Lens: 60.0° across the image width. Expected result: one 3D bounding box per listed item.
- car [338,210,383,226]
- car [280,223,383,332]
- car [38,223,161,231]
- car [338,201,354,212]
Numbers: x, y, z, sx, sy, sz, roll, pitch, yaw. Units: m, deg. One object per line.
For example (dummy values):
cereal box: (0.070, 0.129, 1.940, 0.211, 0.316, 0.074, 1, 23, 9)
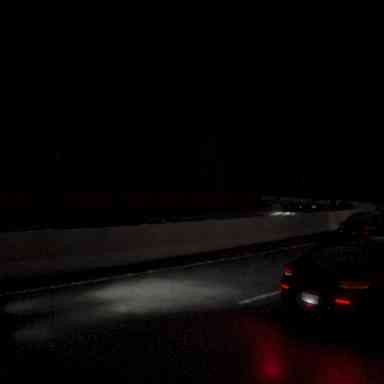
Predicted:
car: (8.692, 1.714, 16.232, 1.812, 1.442, 4.674, 0, 0, 45)
car: (3.711, 1.605, 6.938, 4.674, 1.442, 1.812, 1, 0, -40)
car: (-3.827, 1.617, 14.480, 5.357, 1.411, 2.033, 1, -1, -39)
car: (21.977, 2.088, 47.413, 1.994, 1.385, 4.181, 0, -1, 25)
